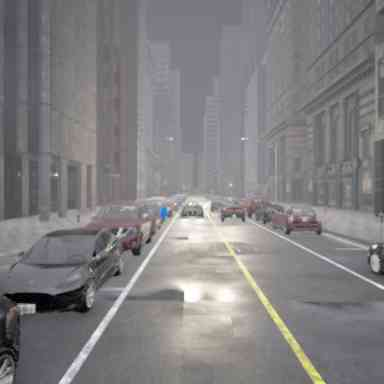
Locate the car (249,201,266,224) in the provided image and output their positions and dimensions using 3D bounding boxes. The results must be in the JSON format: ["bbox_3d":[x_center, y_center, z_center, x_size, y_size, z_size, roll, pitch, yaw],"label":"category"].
[{"bbox_3d":[5.798,1.587,24.604,1.947,1.339,4.313,0,0,0],"label":"car"}]

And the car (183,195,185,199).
[{"bbox_3d":[-2.670,1.546,58.260,1.752,1.417,4.829,0,0,0],"label":"car"}]

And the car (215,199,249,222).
[{"bbox_3d":[3.103,1.520,26.672,1.837,1.490,4.892,0,-1,1],"label":"car"}]

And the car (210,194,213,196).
[{"bbox_3d":[5.894,1.637,80.967,1.802,1.307,4.206,0,0,0],"label":"car"}]

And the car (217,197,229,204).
[{"bbox_3d":[5.865,1.606,64.058,1.947,1.339,4.313,0,0,0],"label":"car"}]

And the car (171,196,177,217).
[{"bbox_3d":[-2.717,1.447,30.246,1.967,1.590,4.097,0,0,0],"label":"car"}]

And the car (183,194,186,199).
[{"bbox_3d":[-2.660,1.575,64.066,2.008,1.369,4.403,0,0,0],"label":"car"}]

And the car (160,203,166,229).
[{"bbox_3d":[-2.737,1.547,18.973,1.887,1.381,4.507,0,0,0],"label":"car"}]

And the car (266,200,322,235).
[{"bbox_3d":[5.788,1.459,18.968,1.967,1.590,4.097,0,0,0],"label":"car"}]

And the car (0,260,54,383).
[{"bbox_3d":[-2.765,1.562,2.063,1.947,1.339,4.313,0,0,0],"label":"car"}]

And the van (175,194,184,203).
[{"bbox_3d":[-2.651,1.370,69.703,1.690,1.788,3.998,0,0,0],"label":"van"}]

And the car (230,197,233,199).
[{"bbox_3d":[5.827,1.594,41.514,1.947,1.339,4.313,0,0,0],"label":"car"}]

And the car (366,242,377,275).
[{"bbox_3d":[5.769,1.565,7.696,2.008,1.369,4.403,0,0,0],"label":"car"}]

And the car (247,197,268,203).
[{"bbox_3d":[5.807,1.338,30.241,2.192,1.841,5.009,0,0,0],"label":"car"}]

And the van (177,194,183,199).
[{"bbox_3d":[-2.679,1.358,52.793,1.690,1.788,3.998,0,0,0],"label":"van"}]

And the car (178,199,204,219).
[{"bbox_3d":[0.046,1.576,29.282,1.994,1.385,4.181,0,0,0],"label":"car"}]

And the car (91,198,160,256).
[{"bbox_3d":[-2.746,1.315,13.336,2.192,1.841,5.009,0,0,0],"label":"car"}]

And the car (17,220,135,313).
[{"bbox_3d":[-2.756,1.564,7.699,1.947,1.339,4.313,0,0,0],"label":"car"}]

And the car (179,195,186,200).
[{"bbox_3d":[-2.612,1.615,92.249,1.947,1.339,4.313,0,0,0],"label":"car"}]

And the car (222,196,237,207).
[{"bbox_3d":[5.846,1.473,52.785,1.967,1.590,4.097,0,0,0],"label":"car"}]

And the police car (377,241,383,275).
[{"bbox_3d":[3.901,1.434,2.579,1.930,1.638,5.238,0,0,0],"label":"police car"}]

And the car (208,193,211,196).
[{"bbox_3d":[5.913,1.647,92.240,1.802,1.307,4.206,0,0,0],"label":"car"}]

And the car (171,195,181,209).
[{"bbox_3d":[-2.698,1.452,41.520,1.967,1.590,4.097,0,0,0],"label":"car"}]

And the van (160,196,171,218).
[{"bbox_3d":[-2.727,1.346,24.610,1.690,1.788,3.998,0,0,0],"label":"van"}]

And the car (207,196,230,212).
[{"bbox_3d":[3.098,1.529,39.587,1.837,1.490,4.892,0,0,1],"label":"car"}]
